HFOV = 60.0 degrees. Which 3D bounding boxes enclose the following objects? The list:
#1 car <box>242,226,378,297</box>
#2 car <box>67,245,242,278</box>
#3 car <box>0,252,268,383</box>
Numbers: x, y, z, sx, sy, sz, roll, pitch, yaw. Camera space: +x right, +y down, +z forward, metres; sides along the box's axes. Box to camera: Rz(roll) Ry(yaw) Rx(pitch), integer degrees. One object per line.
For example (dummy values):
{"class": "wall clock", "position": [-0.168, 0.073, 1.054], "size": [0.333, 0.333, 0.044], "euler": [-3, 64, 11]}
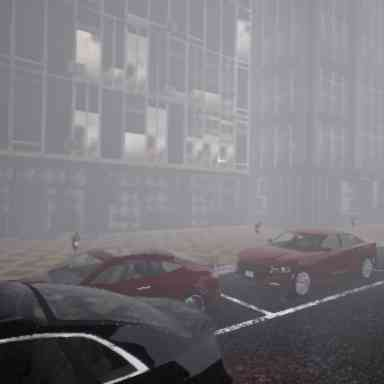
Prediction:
{"class": "car", "position": [3.131, 1.621, 8.775], "size": [4.507, 1.381, 1.887], "euler": [1, 0, -35]}
{"class": "car", "position": [-1.386, 1.602, 5.557], "size": [4.206, 1.307, 1.802], "euler": [1, 0, -35]}
{"class": "car", "position": [-1.938, 1.499, 1.996], "size": [4.892, 1.490, 1.837], "euler": [1, 0, -35]}
